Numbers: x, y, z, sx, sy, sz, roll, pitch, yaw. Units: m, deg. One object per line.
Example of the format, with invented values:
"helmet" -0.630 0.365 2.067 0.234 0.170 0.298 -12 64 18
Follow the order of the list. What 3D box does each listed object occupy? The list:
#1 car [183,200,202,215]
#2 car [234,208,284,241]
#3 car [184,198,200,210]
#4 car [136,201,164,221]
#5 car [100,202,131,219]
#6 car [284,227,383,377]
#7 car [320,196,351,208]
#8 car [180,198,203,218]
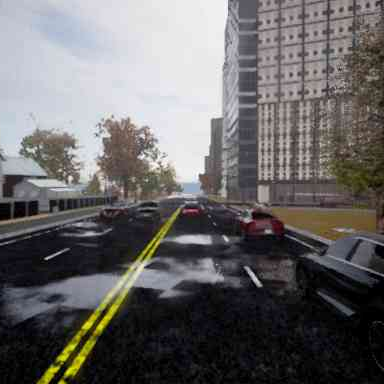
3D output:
"car" 0.065 1.593 35.186 1.895 1.301 4.718 0 0 0
"car" 3.243 1.518 16.452 1.812 1.442 4.674 0 0 0
"car" -0.017 1.545 43.589 2.033 1.411 5.357 0 0 0
"car" -3.350 1.496 26.999 1.837 1.490 4.892 0 0 0
"car" -6.596 1.556 28.977 1.994 1.385 4.181 0 0 0
"car" 3.247 1.428 5.448 2.033 1.649 4.856 0 0 0
"car" 22.992 1.651 52.815 5.009 1.841 2.192 0 2 20
"car" -0.033 1.556 30.100 1.994 1.385 4.181 0 0 1
